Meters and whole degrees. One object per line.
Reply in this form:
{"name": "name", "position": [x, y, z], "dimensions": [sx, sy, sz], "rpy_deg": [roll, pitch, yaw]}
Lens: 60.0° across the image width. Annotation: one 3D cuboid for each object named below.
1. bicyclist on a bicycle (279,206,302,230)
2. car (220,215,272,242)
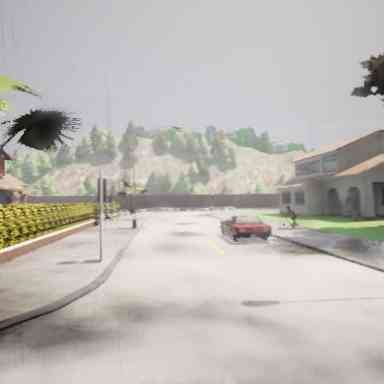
{"name": "bicyclist on a bicycle", "position": [6.696, 1.753, 22.580], "dimensions": [1.656, 1.620, 0.582], "rpy_deg": [-1, -1, -5]}
{"name": "car", "position": [2.874, 1.976, 18.879], "dimensions": [1.895, 1.301, 4.718], "rpy_deg": [-1, -1, -6]}
